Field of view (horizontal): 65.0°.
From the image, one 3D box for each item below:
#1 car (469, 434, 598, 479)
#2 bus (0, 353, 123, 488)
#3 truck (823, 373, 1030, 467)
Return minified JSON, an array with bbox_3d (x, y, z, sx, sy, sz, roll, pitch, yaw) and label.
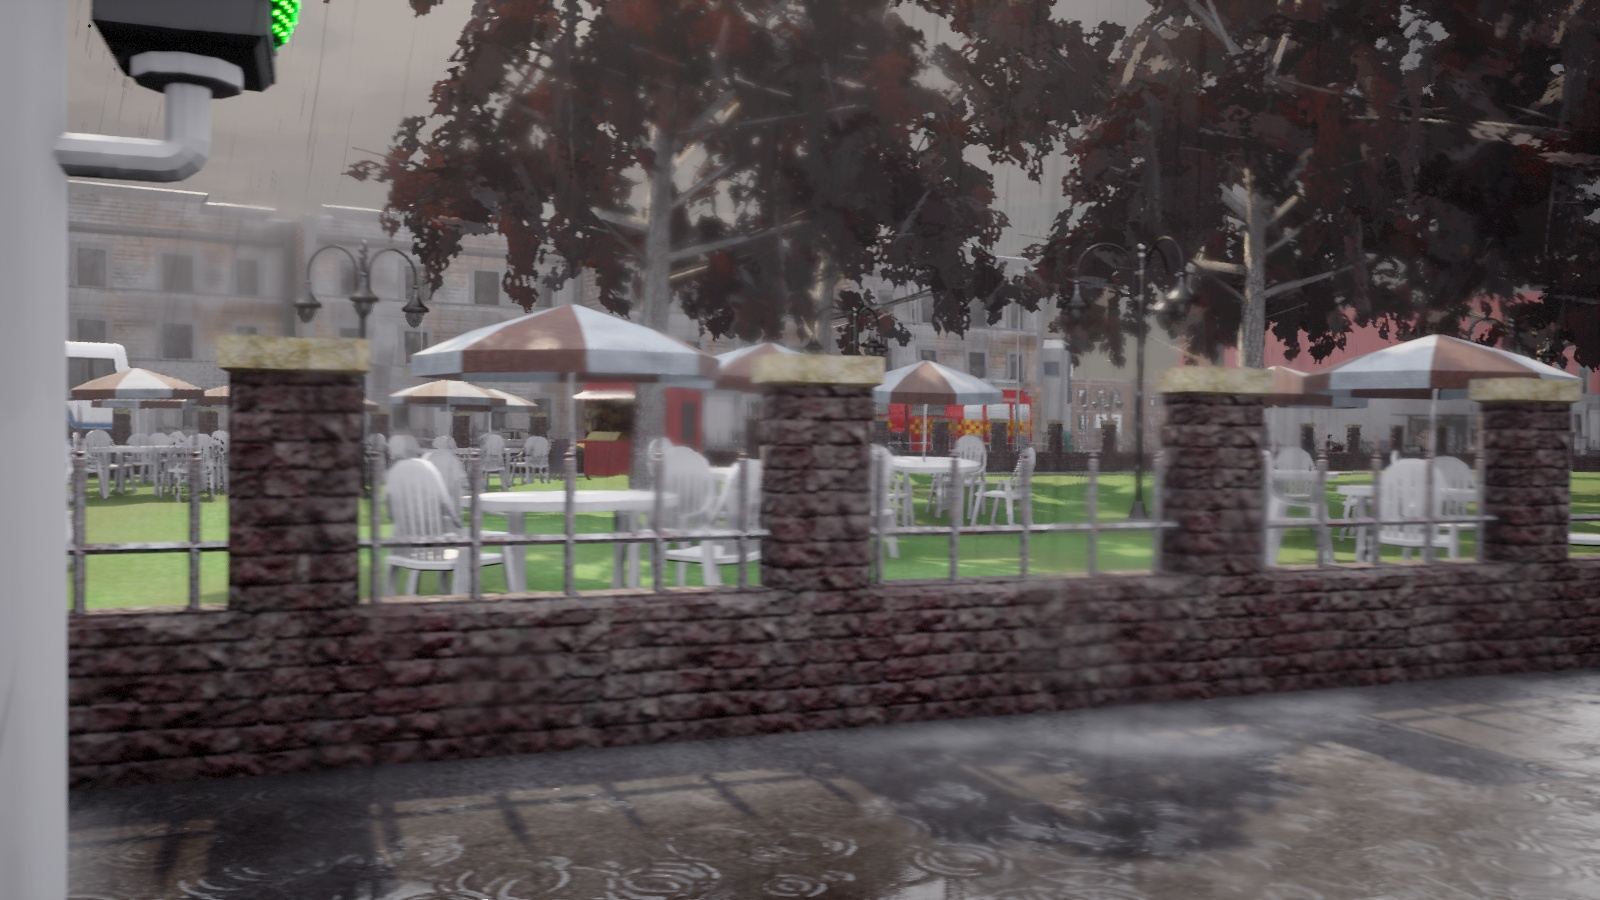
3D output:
[{"bbox_3d":[-9.421,0.190,44.317,4.193,1.474,1.816,-1,1,-21],"label":"car"},{"bbox_3d":[-27.720,-0.938,40.169,10.273,4.253,3.944,-1,1,-34],"label":"bus"},{"bbox_3d":[5.474,-1.315,54.262,8.468,3.827,2.891,-1,1,-21],"label":"truck"}]
